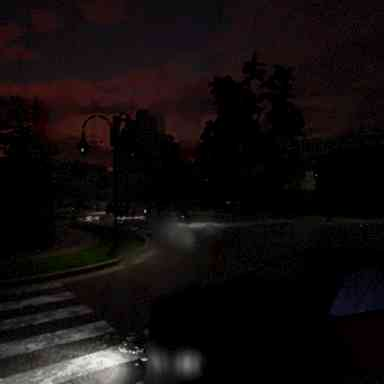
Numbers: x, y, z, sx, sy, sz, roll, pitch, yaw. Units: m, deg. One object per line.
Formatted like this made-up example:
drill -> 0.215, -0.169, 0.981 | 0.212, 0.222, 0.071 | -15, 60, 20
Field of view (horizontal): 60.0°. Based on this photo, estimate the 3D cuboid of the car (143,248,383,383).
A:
car -> 2.093, 1.575, 4.748 | 5.357, 1.411, 2.033 | 0, 0, -20

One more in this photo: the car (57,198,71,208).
car -> -19.137, 1.639, 50.602 | 1.812, 1.442, 4.674 | 0, 0, -35

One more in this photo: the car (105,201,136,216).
car -> -7.411, 1.639, 34.202 | 1.812, 1.442, 4.674 | 0, 0, -36

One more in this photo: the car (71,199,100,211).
car -> -13.241, 1.605, 42.327 | 2.128, 1.511, 4.902 | 0, 0, -35

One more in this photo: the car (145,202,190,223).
car -> -2.100, 1.618, 26.779 | 1.837, 1.490, 4.892 | 0, 0, -36
